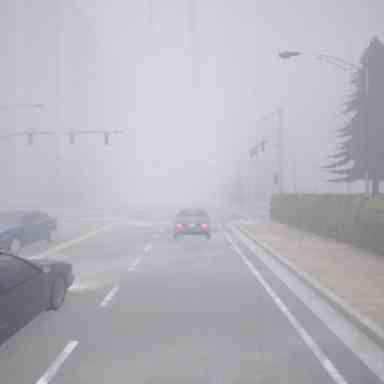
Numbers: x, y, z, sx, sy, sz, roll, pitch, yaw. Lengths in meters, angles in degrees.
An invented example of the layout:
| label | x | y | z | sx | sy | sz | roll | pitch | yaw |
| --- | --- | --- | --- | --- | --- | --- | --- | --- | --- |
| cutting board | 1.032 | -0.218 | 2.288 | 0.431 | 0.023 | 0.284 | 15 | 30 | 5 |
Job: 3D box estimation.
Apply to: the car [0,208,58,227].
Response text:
| label | x | y | z | sx | sy | sz | roll | pitch | yaw |
| --- | --- | --- | --- | --- | --- | --- | --- | --- | --- |
| car | -7.006 | 1.429 | 13.117 | 1.882 | 1.535 | 5.008 | 0 | 0 | 0 |

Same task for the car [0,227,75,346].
| label | x | y | z | sx | sy | sz | roll | pitch | yaw |
| --- | --- | --- | --- | --- | --- | --- | --- | --- | --- |
| car | -3.399 | 1.530 | 4.616 | 2.033 | 1.411 | 5.357 | 0 | 0 | 0 |

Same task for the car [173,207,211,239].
| label | x | y | z | sx | sy | sz | roll | pitch | yaw |
| --- | --- | --- | --- | --- | --- | --- | --- | --- | --- |
| car | 0.008 | 1.484 | 16.977 | 2.033 | 1.411 | 5.357 | 0 | 0 | 0 |
